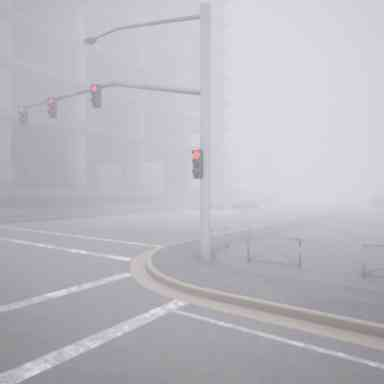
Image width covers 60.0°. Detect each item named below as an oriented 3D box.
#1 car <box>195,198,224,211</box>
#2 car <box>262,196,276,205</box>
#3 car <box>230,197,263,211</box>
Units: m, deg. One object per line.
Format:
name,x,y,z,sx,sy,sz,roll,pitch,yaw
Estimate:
car,2.198,1.481,40.159,1.812,1.442,4.674,0,0,35
car,12.006,1.314,53.749,1.994,1.385,4.181,0,0,36
car,6.447,1.554,40.098,1.895,1.301,4.718,0,0,36
